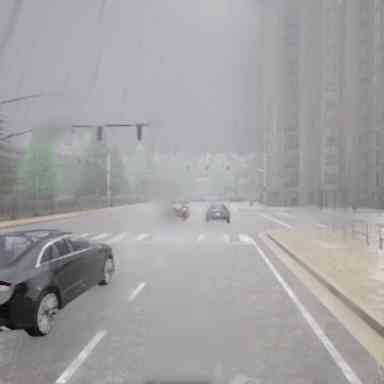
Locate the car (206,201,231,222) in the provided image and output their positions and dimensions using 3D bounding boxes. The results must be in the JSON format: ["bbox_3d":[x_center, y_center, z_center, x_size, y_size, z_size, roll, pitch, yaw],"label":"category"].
[{"bbox_3d":[2.184,1.736,28.079,1.994,1.385,4.181,0,0,5],"label":"car"}]

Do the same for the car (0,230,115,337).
[{"bbox_3d":[-3.037,1.512,6.714,2.128,1.511,4.902,0,0,5],"label":"car"}]

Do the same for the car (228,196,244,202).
[{"bbox_3d":[11.486,1.930,86.044,4.892,1.490,1.837,0,0,-42],"label":"car"}]

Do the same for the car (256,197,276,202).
[{"bbox_3d":[20.246,2.011,91.434,4.902,1.511,2.128,0,0,-19],"label":"car"}]

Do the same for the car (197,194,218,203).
[{"bbox_3d":[4.389,1.618,83.380,2.150,2.045,5.566,0,0,34],"label":"car"}]

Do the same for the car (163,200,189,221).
[{"bbox_3d":[-1.281,1.671,28.699,1.812,1.442,4.674,1,0,4],"label":"car"}]

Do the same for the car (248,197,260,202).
[{"bbox_3d":[16.870,2.043,85.768,4.718,1.301,1.895,0,0,-33],"label":"car"}]

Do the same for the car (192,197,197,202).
[{"bbox_3d":[1.666,1.917,85.578,1.812,1.442,4.674,0,0,34],"label":"car"}]

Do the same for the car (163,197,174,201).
[{"bbox_3d":[-4.850,1.855,70.693,1.994,1.385,4.181,0,0,7],"label":"car"}]

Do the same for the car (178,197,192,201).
[{"bbox_3d":[-1.715,1.802,68.190,1.837,1.490,4.892,0,0,7],"label":"car"}]
